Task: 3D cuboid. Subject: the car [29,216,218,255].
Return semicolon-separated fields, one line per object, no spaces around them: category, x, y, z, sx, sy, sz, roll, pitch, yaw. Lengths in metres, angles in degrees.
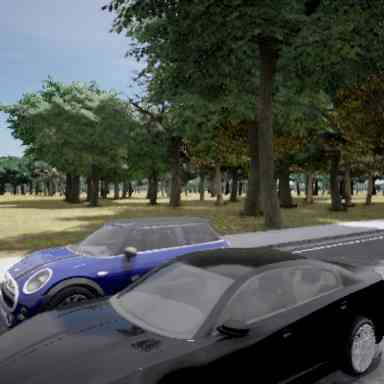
car;-1.269;1.342;6.774;4.553;1.767;2.097;0;0;-35

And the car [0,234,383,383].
car;0.369;1.468;3.949;5.008;1.535;1.882;0;0;-35
